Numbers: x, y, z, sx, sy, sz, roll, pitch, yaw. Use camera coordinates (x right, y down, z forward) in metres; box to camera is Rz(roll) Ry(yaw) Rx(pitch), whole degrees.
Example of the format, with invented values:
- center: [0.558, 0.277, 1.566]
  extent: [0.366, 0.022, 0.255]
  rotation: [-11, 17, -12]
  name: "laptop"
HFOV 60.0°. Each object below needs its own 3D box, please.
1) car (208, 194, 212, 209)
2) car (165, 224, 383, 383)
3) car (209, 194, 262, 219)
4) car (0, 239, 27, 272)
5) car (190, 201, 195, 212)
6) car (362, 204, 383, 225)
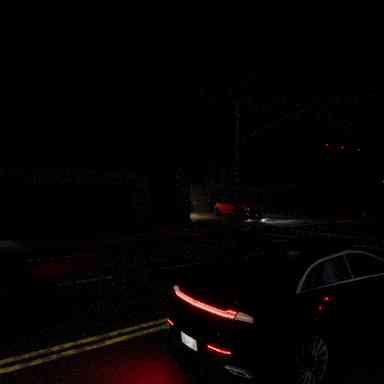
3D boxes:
- center: [3.960, 1.219, 35.214]
  extent: [2.150, 2.045, 5.566]
  rotation: [0, 0, -36]
  name: "car"
- center: [1.942, 1.492, 5.209]
  extent: [4.902, 1.511, 2.128]
  rotation: [0, 0, -35]
  name: "car"
- center: [4.011, 1.352, 29.287]
  extent: [2.097, 1.767, 4.553]
  rotation: [0, 0, -37]
  name: "car"
- center: [-6.645, 1.601, 7.872]
  extent: [4.718, 1.301, 1.895]
  rotation: [0, 0, -36]
  name: "car"
- center: [-1.985, 1.217, 37.333]
  extent: [2.150, 2.045, 5.566]
  rotation: [0, 1, -37]
  name: "car"
- center: [13.991, 1.505, 22.097]
  extent: [1.837, 1.490, 4.892]
  rotation: [0, 0, -39]
  name: "car"
